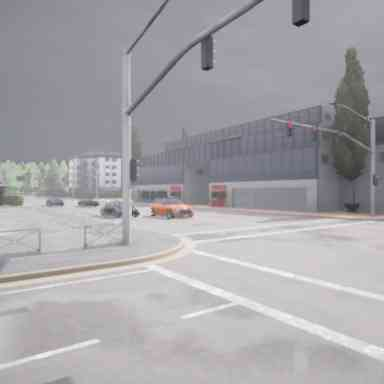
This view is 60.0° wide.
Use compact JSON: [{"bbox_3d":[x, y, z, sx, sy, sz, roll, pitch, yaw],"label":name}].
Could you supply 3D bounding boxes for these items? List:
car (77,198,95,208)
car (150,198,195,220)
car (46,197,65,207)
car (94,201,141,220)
[{"bbox_3d":[-14.866,1.535,47.589,1.895,1.301,4.718,0,0,-33],"label":"car"},{"bbox_3d":[-1.718,1.289,27.990,2.097,1.767,4.553,0,0,-34],"label":"car"},{"bbox_3d":[-20.583,1.496,49.902,2.033,1.411,5.357,0,0,-33],"label":"car"},{"bbox_3d":[-6.277,1.498,28.464,2.033,1.411,5.357,0,0,-34],"label":"car"}]
